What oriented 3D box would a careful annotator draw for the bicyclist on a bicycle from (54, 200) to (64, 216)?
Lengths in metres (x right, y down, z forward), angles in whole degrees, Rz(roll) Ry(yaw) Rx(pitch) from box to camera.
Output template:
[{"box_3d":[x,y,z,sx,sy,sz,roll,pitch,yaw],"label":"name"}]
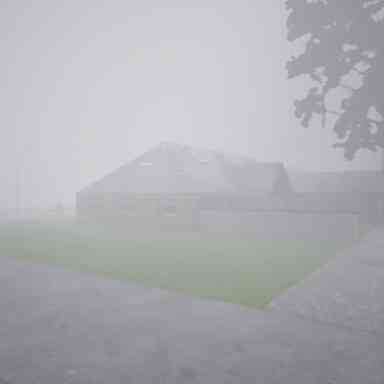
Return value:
[{"box_3d":[-13.671,1.684,34.128,1.656,1.620,0.582,-1,-1,36],"label":"bicyclist on a bicycle"}]
